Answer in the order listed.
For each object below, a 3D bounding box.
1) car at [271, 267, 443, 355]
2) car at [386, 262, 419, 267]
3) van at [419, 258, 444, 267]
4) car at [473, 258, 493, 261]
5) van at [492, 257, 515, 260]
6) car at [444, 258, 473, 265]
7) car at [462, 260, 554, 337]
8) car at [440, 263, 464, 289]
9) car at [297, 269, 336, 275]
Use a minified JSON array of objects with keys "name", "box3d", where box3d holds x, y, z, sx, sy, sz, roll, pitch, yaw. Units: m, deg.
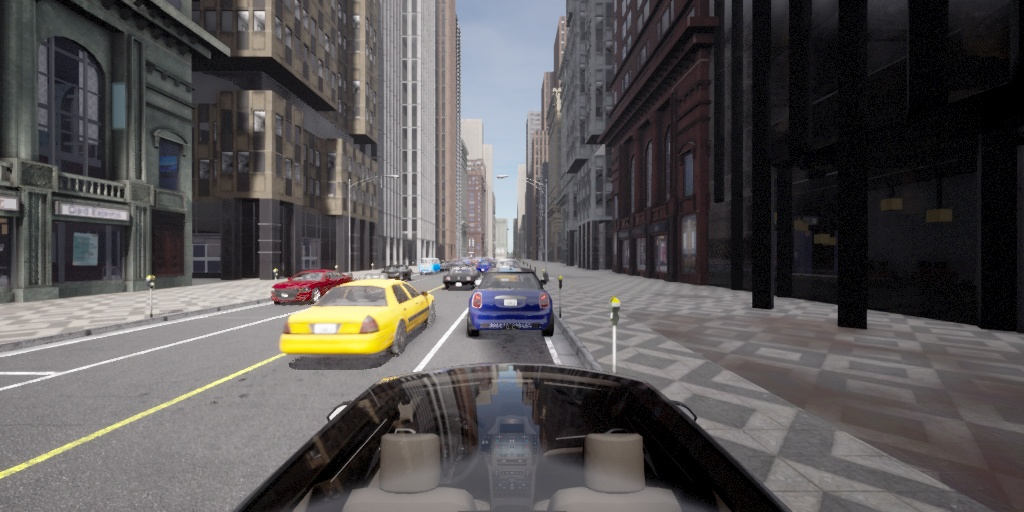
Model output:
[{"name":"car","box3d":[-3.144,1.206,8.589,1.801,1.575,5.366,0,0,0]},{"name":"car","box3d":[-8.908,1.323,27.572,1.948,1.339,4.313,0,0,0]},{"name":"van","box3d":[-8.908,1.104,38.846,1.690,1.789,3.998,0,0,0]},{"name":"car","box3d":[-3.071,1.289,40.504,1.812,1.442,4.674,0,0,0]},{"name":"van","box3d":[-0.383,1.098,27.584,1.690,1.789,3.998,0,0,0]},{"name":"car","box3d":[-6.212,1.257,41.910,2.128,1.511,4.902,0,0,0]},{"name":"car","box3d":[-0.032,1.104,10.470,2.097,1.767,4.553,0,0,0]},{"name":"car","box3d":[-3.082,1.356,23.124,1.895,1.301,4.718,0,0,0]},{"name":"car","box3d":[-8.908,1.297,16.299,1.888,1.381,4.507,0,0,0]}]
